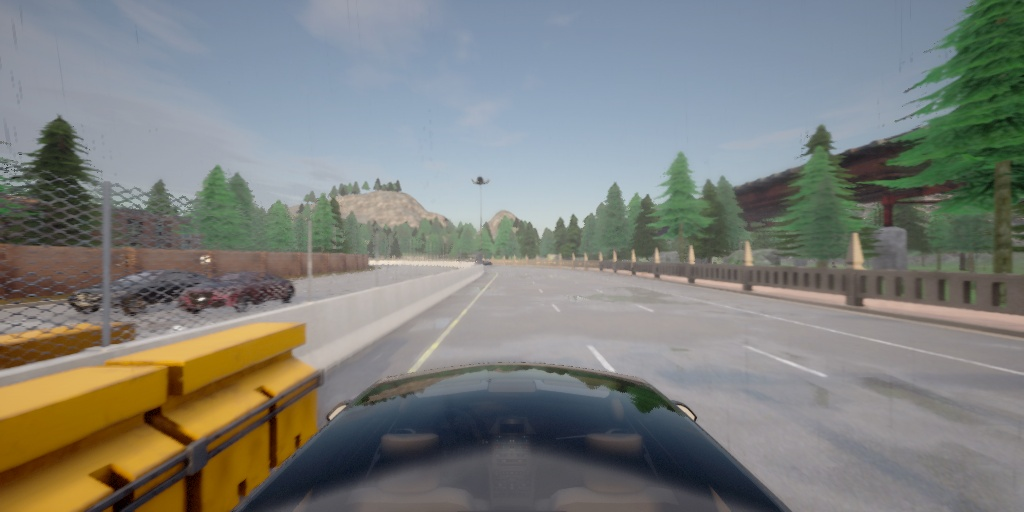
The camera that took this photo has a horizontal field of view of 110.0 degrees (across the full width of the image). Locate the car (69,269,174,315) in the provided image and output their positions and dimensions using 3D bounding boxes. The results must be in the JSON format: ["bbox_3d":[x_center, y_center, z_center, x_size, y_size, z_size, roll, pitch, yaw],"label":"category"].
[{"bbox_3d":[-13.998,1.261,14.079,1.812,1.442,4.674,0,0,0],"label":"car"}]

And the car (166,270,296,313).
[{"bbox_3d":[-10.498,1.289,14.079,1.994,1.385,4.181,0,0,0],"label":"car"}]
